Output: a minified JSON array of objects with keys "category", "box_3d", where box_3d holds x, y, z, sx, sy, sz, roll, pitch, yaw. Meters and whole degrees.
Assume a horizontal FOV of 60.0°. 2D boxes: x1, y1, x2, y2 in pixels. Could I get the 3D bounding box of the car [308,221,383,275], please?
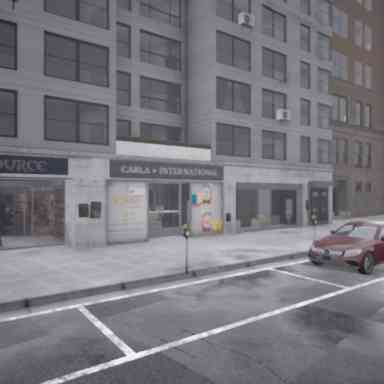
[{"category":"car","box_3d":[5.407,1.577,10.377,4.206,1.307,1.802,0,0,-35]}]
